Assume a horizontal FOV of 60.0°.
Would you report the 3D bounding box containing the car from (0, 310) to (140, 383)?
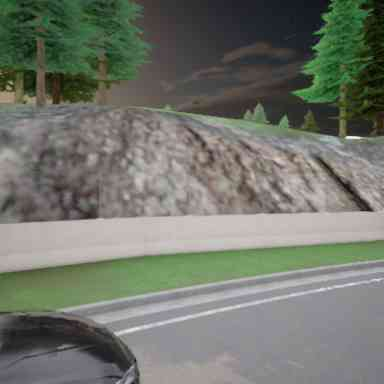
[{"bbox_3d":[-2.631,1.462,1.864,4.902,1.511,2.128,0,0,-36],"label":"car"}]
